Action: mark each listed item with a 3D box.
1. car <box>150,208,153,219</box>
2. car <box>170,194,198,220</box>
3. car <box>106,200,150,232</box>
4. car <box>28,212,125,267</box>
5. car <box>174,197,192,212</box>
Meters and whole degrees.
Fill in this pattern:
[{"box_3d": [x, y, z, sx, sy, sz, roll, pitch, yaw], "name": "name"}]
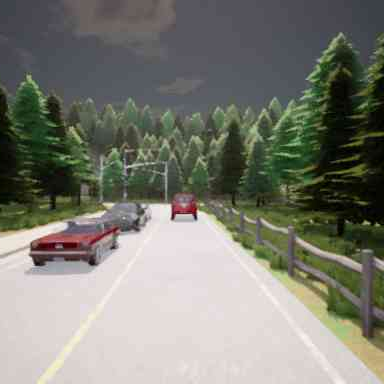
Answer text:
[{"box_3d": [-4.213, 1.589, 25.881, 1.895, 1.301, 4.718, 0, 0, -1], "name": "car"}, {"box_3d": [-0.672, 1.203, 28.494, 2.150, 2.045, 5.566, 0, 0, -1], "name": "car"}, {"box_3d": [-3.980, 1.344, 19.947, 2.097, 1.767, 4.553, 0, 0, -2], "name": "car"}, {"box_3d": [-3.808, 1.599, 11.594, 1.895, 1.301, 4.718, 0, 0, -2], "name": "car"}, {"box_3d": [-1.151, 1.450, 40.216, 1.882, 1.535, 5.008, 0, 0, -4], "name": "car"}]
